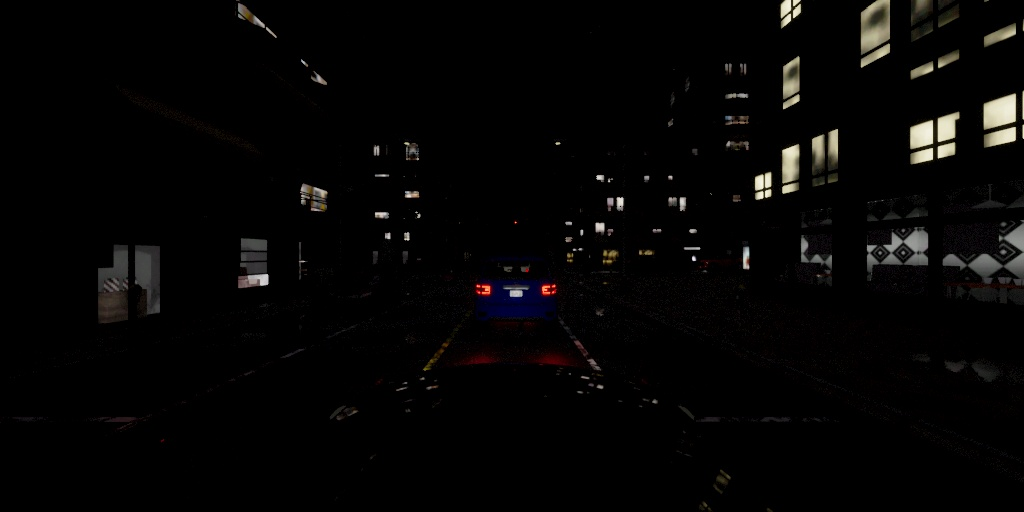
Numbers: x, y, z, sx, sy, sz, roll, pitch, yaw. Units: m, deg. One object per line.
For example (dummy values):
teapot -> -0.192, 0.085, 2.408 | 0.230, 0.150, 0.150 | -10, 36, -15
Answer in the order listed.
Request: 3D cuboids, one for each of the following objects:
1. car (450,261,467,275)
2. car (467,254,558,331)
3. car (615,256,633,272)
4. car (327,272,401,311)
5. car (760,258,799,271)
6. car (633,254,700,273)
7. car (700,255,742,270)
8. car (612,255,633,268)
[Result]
car -> -4.477, 1.314, 39.746 | 4.892, 1.490, 1.837 | -1, 2, -34
car -> 0.103, 0.971, 11.062 | 2.150, 2.045, 5.566 | 0, 0, 0
car -> 14.435, 0.983, 40.208 | 4.674, 1.442, 1.812 | -1, 0, -1
car -> -5.734, 1.332, 14.468 | 1.802, 1.307, 4.207 | 0, 0, 0
car -> 25.819, 0.822, 34.531 | 4.313, 1.339, 1.948 | 0, 0, 0
car -> 14.725, 0.778, 34.439 | 5.009, 1.841, 2.192 | 0, 0, 0
car -> 23.400, 0.642, 40.301 | 4.553, 1.767, 2.097 | -1, 0, -1
car -> 14.594, 0.764, 42.819 | 5.009, 1.841, 2.192 | 0, 0, 0
